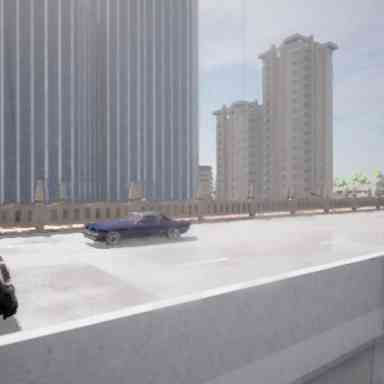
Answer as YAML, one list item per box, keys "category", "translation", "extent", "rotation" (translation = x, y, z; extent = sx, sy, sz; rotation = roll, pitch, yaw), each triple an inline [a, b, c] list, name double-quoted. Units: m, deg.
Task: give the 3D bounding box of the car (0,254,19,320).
- category: "car"
  translation: [-5.067, 1.355, 4.678]
  extent: [4.553, 1.767, 2.097]
  rotation: [0, 0, -35]

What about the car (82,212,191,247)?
- category: "car"
  translation: [-2.466, 1.584, 15.128]
  extent: [4.718, 1.301, 1.895]
  rotation: [0, 0, -35]
